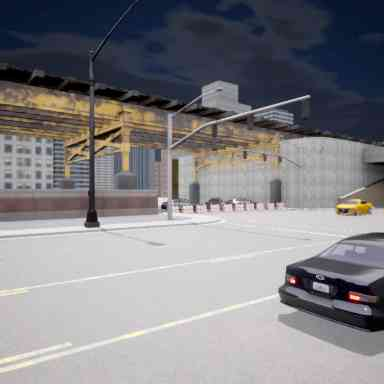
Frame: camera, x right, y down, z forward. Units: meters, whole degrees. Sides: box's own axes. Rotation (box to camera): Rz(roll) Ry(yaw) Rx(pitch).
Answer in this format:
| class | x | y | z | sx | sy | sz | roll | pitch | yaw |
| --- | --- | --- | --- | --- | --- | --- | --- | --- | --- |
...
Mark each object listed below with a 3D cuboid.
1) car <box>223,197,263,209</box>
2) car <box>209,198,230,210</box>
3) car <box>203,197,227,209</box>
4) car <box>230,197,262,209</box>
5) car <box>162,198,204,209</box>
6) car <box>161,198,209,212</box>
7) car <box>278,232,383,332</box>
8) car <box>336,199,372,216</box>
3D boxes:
| class | x | y | z | sx | sy | sz | roll | pitch | yaw |
| --- | --- | --- | --- | --- | --- | --- | --- | --- | --- |
| car | 6.725 | 1.453 | 44.255 | 4.974 | 1.542 | 2.038 | 0 | 0 | -7 |
| car | 2.815 | 1.453 | 40.495 | 2.038 | 1.542 | 4.974 | 0 | 0 | 18 |
| car | 2.831 | 1.295 | 40.545 | 1.853 | 1.218 | 4.536 | 0 | 0 | 18 |
| car | 6.674 | 1.295 | 44.249 | 4.536 | 1.218 | 1.853 | 0 | 0 | -7 |
| car | -0.981 | 1.295 | 37.817 | 4.536 | 1.218 | 1.853 | 0 | 0 | 8 |
| car | -0.930 | 1.453 | 37.810 | 4.974 | 1.542 | 2.038 | 0 | 0 | 8 |
| car | 4.079 | 1.547 | 6.688 | 5.357 | 1.411 | 2.033 | 0 | 0 | -35 |
| car | 15.745 | 1.477 | 32.292 | 5.008 | 1.535 | 1.882 | 0 | 0 | -43 |
